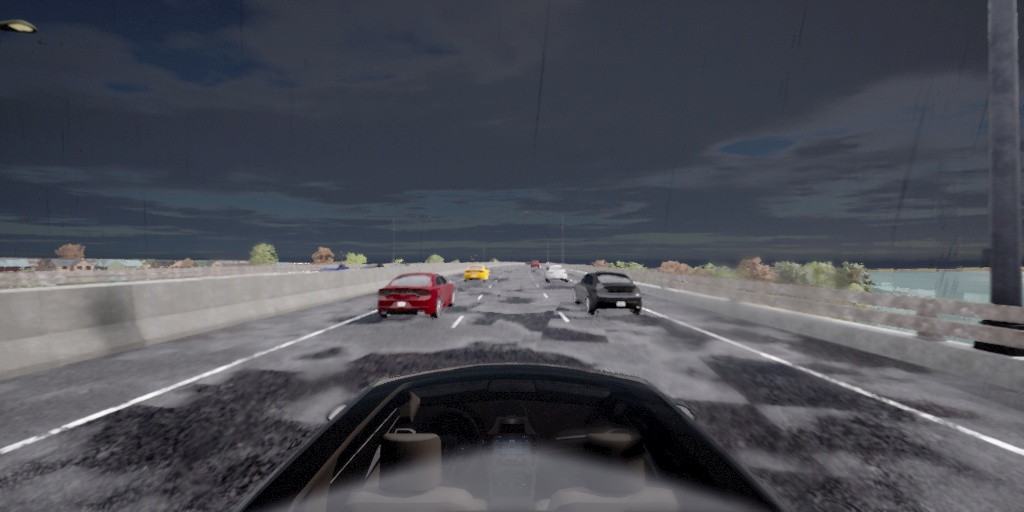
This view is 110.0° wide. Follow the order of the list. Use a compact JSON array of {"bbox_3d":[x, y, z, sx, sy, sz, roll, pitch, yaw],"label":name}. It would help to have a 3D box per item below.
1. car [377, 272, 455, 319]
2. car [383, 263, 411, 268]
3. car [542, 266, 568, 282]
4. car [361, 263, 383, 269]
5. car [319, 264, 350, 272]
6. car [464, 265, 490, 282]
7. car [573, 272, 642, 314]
[{"bbox_3d":[-3.354,1.337,13.409,1.882,1.535,5.008,0,-1,0],"label":"car"},{"bbox_3d":[-13.547,1.639,43.870,1.882,1.535,5.008,0,-1,2],"label":"car"},{"bbox_3d":[3.867,1.573,32.194,1.812,1.442,4.674,0,-1,1],"label":"car"},{"bbox_3d":[-17.038,1.669,44.200,1.837,1.490,4.892,0,-1,2],"label":"car"},{"bbox_3d":[-20.604,1.658,41.911,1.812,1.442,4.674,0,-1,2],"label":"car"},{"bbox_3d":[-3.118,1.523,32.448,1.882,1.535,5.008,0,-1,1],"label":"car"},{"bbox_3d":[3.654,1.379,14.382,1.837,1.490,4.892,0,0,0],"label":"car"}]
